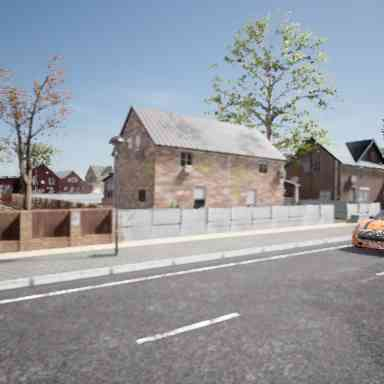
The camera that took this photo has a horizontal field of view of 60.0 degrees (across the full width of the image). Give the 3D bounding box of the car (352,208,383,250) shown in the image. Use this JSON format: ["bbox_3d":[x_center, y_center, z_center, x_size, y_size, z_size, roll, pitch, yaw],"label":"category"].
[{"bbox_3d":[8.573,1.398,13.599,4.553,1.767,2.097,0,0,-34],"label":"car"}]
